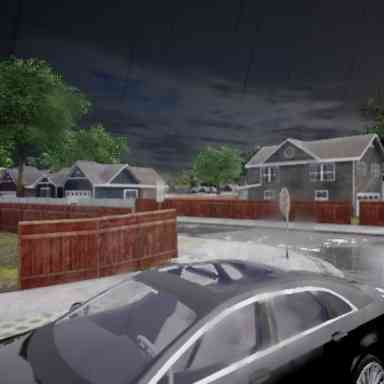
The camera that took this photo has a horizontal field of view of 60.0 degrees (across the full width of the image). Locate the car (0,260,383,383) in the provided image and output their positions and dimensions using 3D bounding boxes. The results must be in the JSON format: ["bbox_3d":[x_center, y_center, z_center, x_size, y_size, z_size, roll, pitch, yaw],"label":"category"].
[{"bbox_3d":[-0.014,1.490,2.984,4.902,1.511,2.128,0,0,-36],"label":"car"}]
